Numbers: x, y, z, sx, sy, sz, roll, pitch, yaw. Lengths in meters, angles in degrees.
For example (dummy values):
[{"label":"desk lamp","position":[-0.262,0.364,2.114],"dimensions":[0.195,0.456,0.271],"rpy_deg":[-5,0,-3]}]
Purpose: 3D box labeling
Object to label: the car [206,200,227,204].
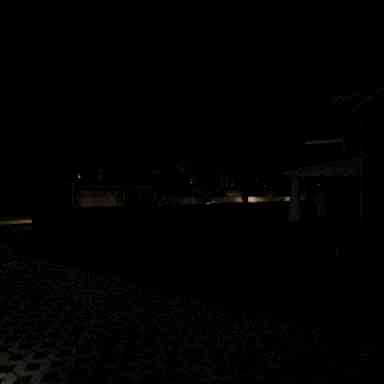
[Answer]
[{"label":"car","position":[2.646,1.631,37.066],"dimensions":[2.033,1.411,5.357],"rpy_deg":[0,0,36]}]
